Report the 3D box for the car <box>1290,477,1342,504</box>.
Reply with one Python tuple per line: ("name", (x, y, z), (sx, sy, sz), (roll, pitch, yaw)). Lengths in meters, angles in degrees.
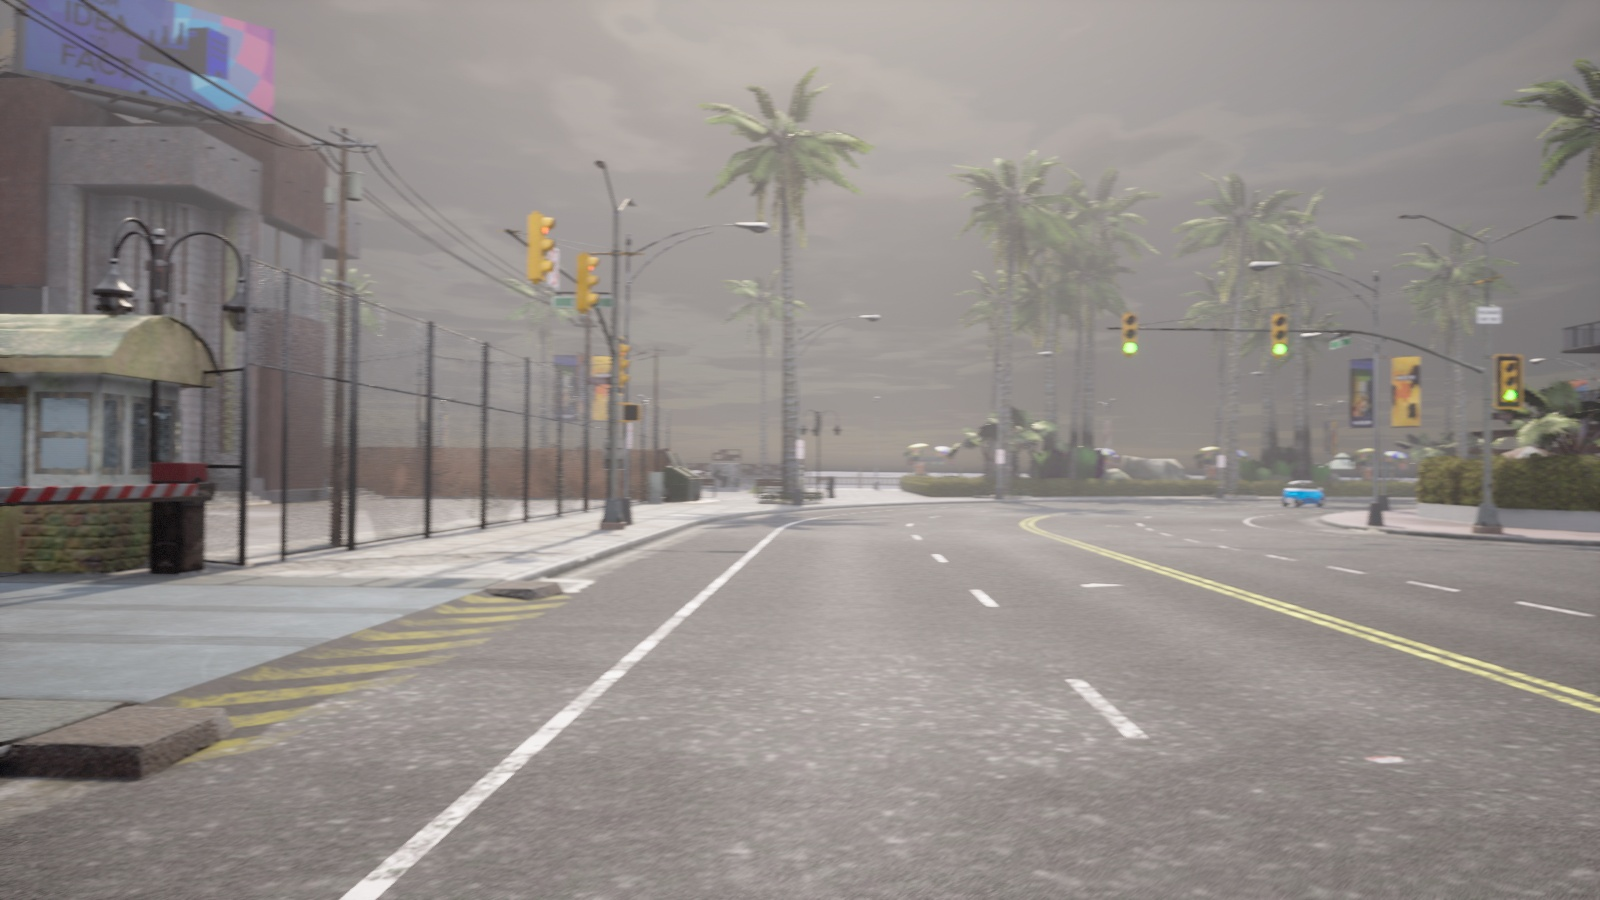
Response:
("car", (26.653, 2.079, 64.864), (2.207, 1.376, 1.481), (0, -1, -34))
